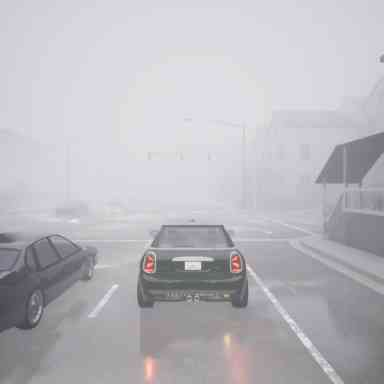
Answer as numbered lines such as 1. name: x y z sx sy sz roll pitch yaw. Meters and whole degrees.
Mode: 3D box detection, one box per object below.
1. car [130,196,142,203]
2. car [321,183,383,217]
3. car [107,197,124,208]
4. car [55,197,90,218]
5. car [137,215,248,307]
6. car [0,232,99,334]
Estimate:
1. car: -11.179 1.564 66.508 1.994 1.385 4.181 0 0 0
2. car: 13.707 0.727 27.933 5.566 2.045 2.150 -14 0 -2
3. car: -11.071 1.525 48.486 1.812 1.442 4.674 0 0 0
4. car: -10.899 1.479 30.609 1.882 1.535 5.008 0 0 -1
5. car: 0.006 1.352 8.124 2.097 1.767 4.553 0 0 0
6. car: -3.485 1.547 6.843 2.033 1.411 5.357 0 0 0
